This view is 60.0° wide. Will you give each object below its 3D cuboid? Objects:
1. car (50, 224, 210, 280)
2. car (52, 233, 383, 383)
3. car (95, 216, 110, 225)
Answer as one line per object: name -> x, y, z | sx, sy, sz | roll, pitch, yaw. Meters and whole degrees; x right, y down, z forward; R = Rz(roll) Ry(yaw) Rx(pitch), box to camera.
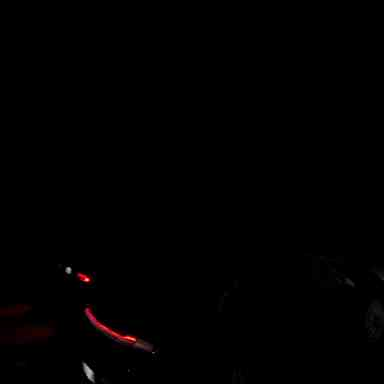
car -> -0.396, 1.547, 7.901 | 5.357, 1.411, 2.033 | 0, 0, -39
car -> 0.934, 1.492, 4.648 | 4.902, 1.511, 2.128 | 0, 0, -37
car -> -5.554, 1.491, 13.095 | 4.902, 1.511, 2.128 | 0, 0, -39
